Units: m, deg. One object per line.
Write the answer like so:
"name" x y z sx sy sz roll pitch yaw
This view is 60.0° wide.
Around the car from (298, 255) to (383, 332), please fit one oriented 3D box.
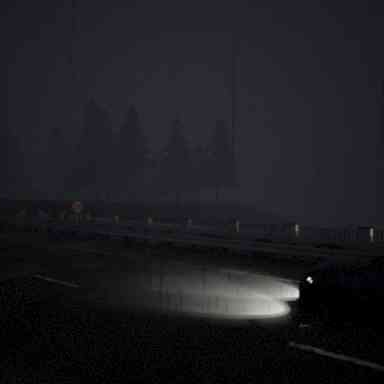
"car" 3.967 1.580 5.446 4.181 1.385 1.994 0 0 36
